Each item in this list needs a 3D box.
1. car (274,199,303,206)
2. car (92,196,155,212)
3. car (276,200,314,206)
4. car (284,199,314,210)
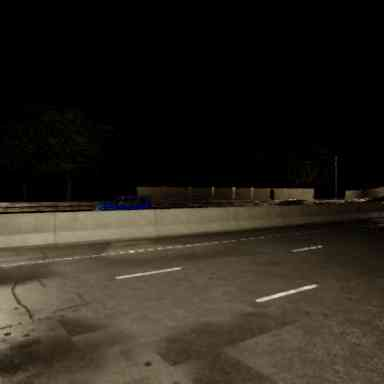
[{"bbox_3d":[10.549,1.750,37.184,4.674,1.442,1.812,1,-1,-35],"label":"car"},{"bbox_3d":[-6.052,1.386,29.738,5.566,2.045,2.150,1,-1,-35],"label":"car"},{"bbox_3d":[10.991,1.802,33.218,4.718,1.301,1.895,0,0,-35],"label":"car"},{"bbox_3d":[15.894,1.831,49.485,4.674,1.442,1.812,0,0,-35],"label":"car"}]
